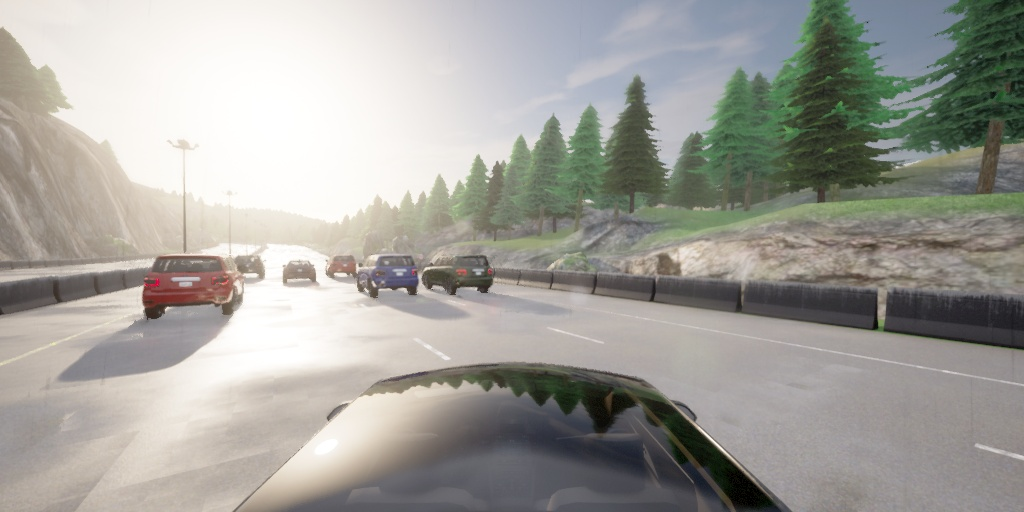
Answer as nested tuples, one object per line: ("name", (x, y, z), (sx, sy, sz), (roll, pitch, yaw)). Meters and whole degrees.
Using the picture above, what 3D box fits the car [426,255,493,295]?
("car", (-3.106, 0.944, 19.747), (2.150, 2.045, 5.566), (0, 0, -33))

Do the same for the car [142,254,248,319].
("car", (-11.273, 0.939, 13.045), (2.150, 2.045, 5.566), (0, 0, -33))

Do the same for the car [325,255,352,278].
("car", (-15.894, 0.907, 33.261), (2.150, 2.045, 5.566), (0, 0, -33))

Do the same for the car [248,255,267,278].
("car", (-23.264, 0.896, 31.802), (2.150, 2.045, 5.566), (0, 0, -33))

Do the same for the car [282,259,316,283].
("car", (-16.196, 1.045, 27.247), (2.097, 1.767, 4.553), (0, 0, -33))

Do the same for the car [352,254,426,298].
("car", (-6.617, 0.937, 18.758), (2.150, 2.045, 5.566), (0, 0, -33))
